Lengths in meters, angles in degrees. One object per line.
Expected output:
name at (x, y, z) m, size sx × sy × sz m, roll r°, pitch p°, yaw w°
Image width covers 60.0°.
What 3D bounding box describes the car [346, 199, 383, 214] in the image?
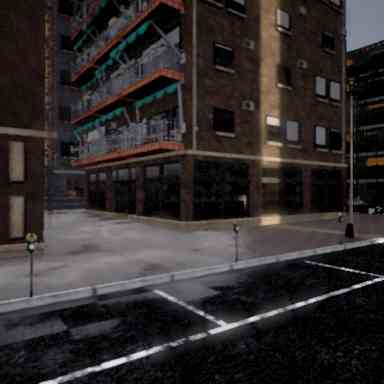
car at (15.729, 1.318, 30.970) m, size 2.008 × 1.369 × 4.403 m, roll 1°, pitch 0°, yaw -36°
